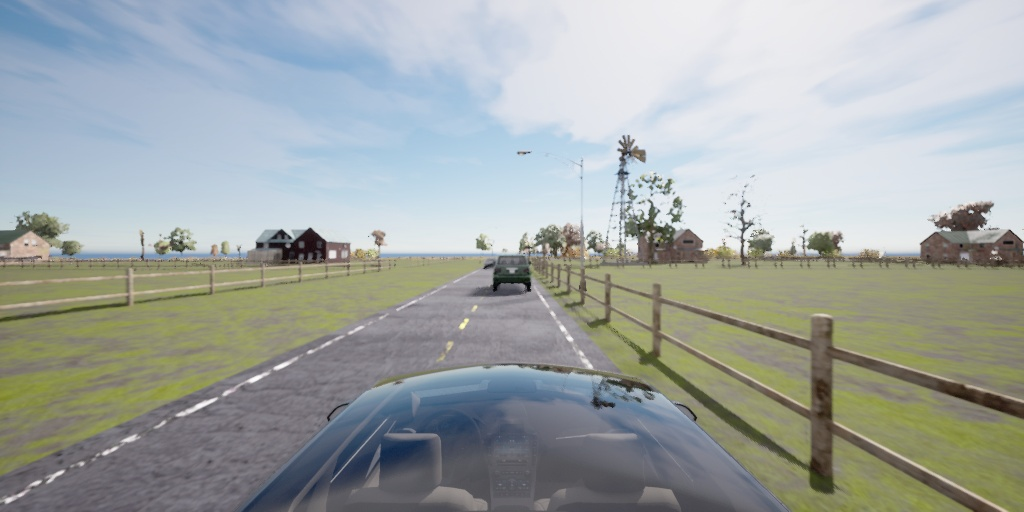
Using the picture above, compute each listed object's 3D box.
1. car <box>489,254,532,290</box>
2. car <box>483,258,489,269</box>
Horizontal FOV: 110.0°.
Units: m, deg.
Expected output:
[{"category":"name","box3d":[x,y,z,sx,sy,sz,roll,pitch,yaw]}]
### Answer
[{"category":"car","box3d":[0.017,0.875,21.480,2.150,2.045,5.566,0,1,0]},{"category":"car","box3d":[-2.859,1.008,49.079,1.837,1.490,4.892,0,0,0]}]
